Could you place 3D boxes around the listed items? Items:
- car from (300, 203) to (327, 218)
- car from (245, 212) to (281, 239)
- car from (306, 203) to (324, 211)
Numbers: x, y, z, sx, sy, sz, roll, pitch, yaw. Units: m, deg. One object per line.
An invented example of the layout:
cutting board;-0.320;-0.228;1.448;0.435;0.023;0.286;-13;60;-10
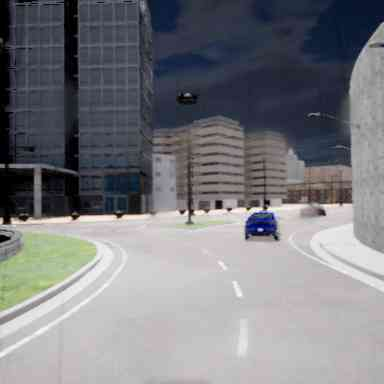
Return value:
car;15.369;2.471;41.987;1.994;1.385;4.181;-2;-2;43
car;4.450;1.976;20.603;1.882;1.535;5.008;-2;-2;16
car;25.028;2.978;67.705;1.812;1.442;4.674;-2;-2;43
